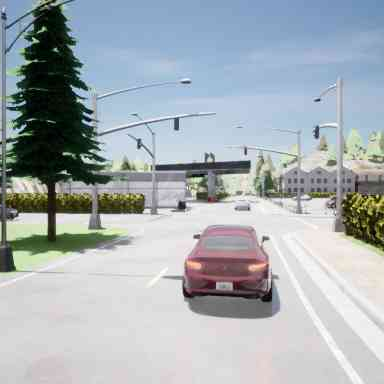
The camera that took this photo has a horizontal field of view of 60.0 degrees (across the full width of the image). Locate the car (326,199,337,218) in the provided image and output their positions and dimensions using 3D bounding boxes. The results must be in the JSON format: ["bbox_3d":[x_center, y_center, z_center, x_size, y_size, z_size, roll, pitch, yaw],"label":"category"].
[{"bbox_3d":[13.231,1.491,25.285,4.902,1.511,2.128,0,0,3],"label":"car"}]

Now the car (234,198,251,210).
[{"bbox_3d":[6.569,1.525,42.989,1.812,1.442,4.674,0,0,11],"label":"car"}]

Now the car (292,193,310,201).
[{"bbox_3d":[24.912,1.361,75.867,3.806,1.475,1.970,0,0,9],"label":"car"}]

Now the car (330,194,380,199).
[{"bbox_3d":[19.087,1.339,38.929,4.514,1.523,2.007,0,0,9],"label":"car"}]

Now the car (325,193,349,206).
[{"bbox_3d":[19.533,1.330,42.034,5.027,1.636,2.152,0,0,9],"label":"car"}]

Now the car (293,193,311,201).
[{"bbox_3d":[26.042,1.077,79.052,3.866,1.878,1.905,0,0,9],"label":"car"}]

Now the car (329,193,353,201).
[{"bbox_3d":[33.290,1.097,74.560,4.605,1.855,1.932,0,0,9],"label":"car"}]

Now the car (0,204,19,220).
[{"bbox_3d":[-16.205,1.491,26.282,4.902,1.511,2.128,0,0,9],"label":"car"}]

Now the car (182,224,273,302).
[{"bbox_3d":[0.941,1.526,8.249,1.812,1.442,4.674,0,0,9],"label":"car"}]
